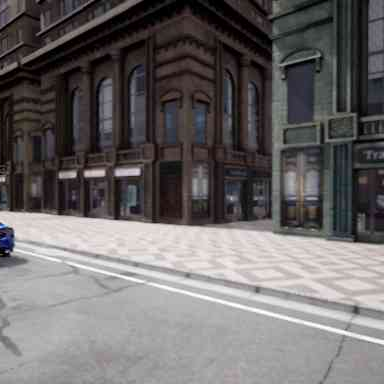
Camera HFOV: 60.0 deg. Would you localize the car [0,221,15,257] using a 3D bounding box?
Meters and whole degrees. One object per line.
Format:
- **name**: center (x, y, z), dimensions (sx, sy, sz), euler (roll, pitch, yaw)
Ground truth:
- **car**: center (-8.085, 1.469, 11.735), dimensions (5.008, 1.535, 1.882), euler (0, 0, 39)
